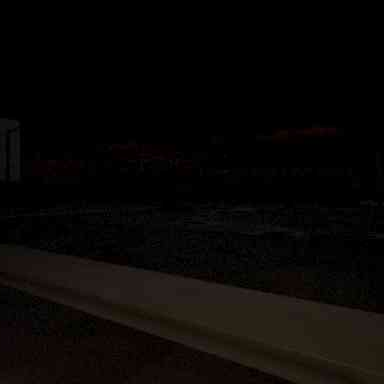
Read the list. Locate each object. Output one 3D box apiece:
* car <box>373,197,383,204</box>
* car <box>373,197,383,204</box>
[{"bbox_3d":[37.541,1.734,65.317,2.038,1.542,4.974,1,1,6],"label":"car"},{"bbox_3d":[37.548,1.576,65.367,1.853,1.218,4.536,1,1,6],"label":"car"}]
